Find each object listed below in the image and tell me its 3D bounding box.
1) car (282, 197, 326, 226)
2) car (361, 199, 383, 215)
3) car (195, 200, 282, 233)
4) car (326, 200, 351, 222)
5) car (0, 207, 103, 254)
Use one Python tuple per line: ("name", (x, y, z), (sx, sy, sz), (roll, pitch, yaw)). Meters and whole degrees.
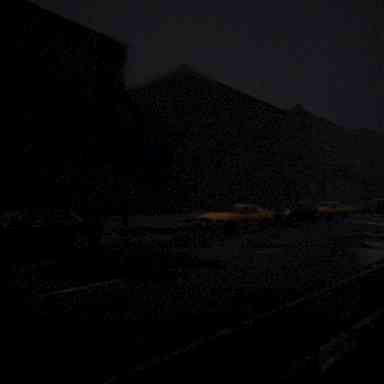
("car", (6.734, 1.233, 22.459), (4.553, 1.767, 2.185), (0, 1, -43))
("car", (18.851, 1.454, 33.734), (4.892, 1.521, 2.231), (0, 1, -43))
("car", (2.530, 1.323, 18.547), (5.366, 1.575, 1.946), (0, 1, -43))
("car", (10.622, 1.386, 26.075), (5.366, 1.575, 1.946), (0, 1, -43))
("car", (-5.412, 1.266, 11.143), (4.892, 1.521, 2.231), (0, 1, -43))
